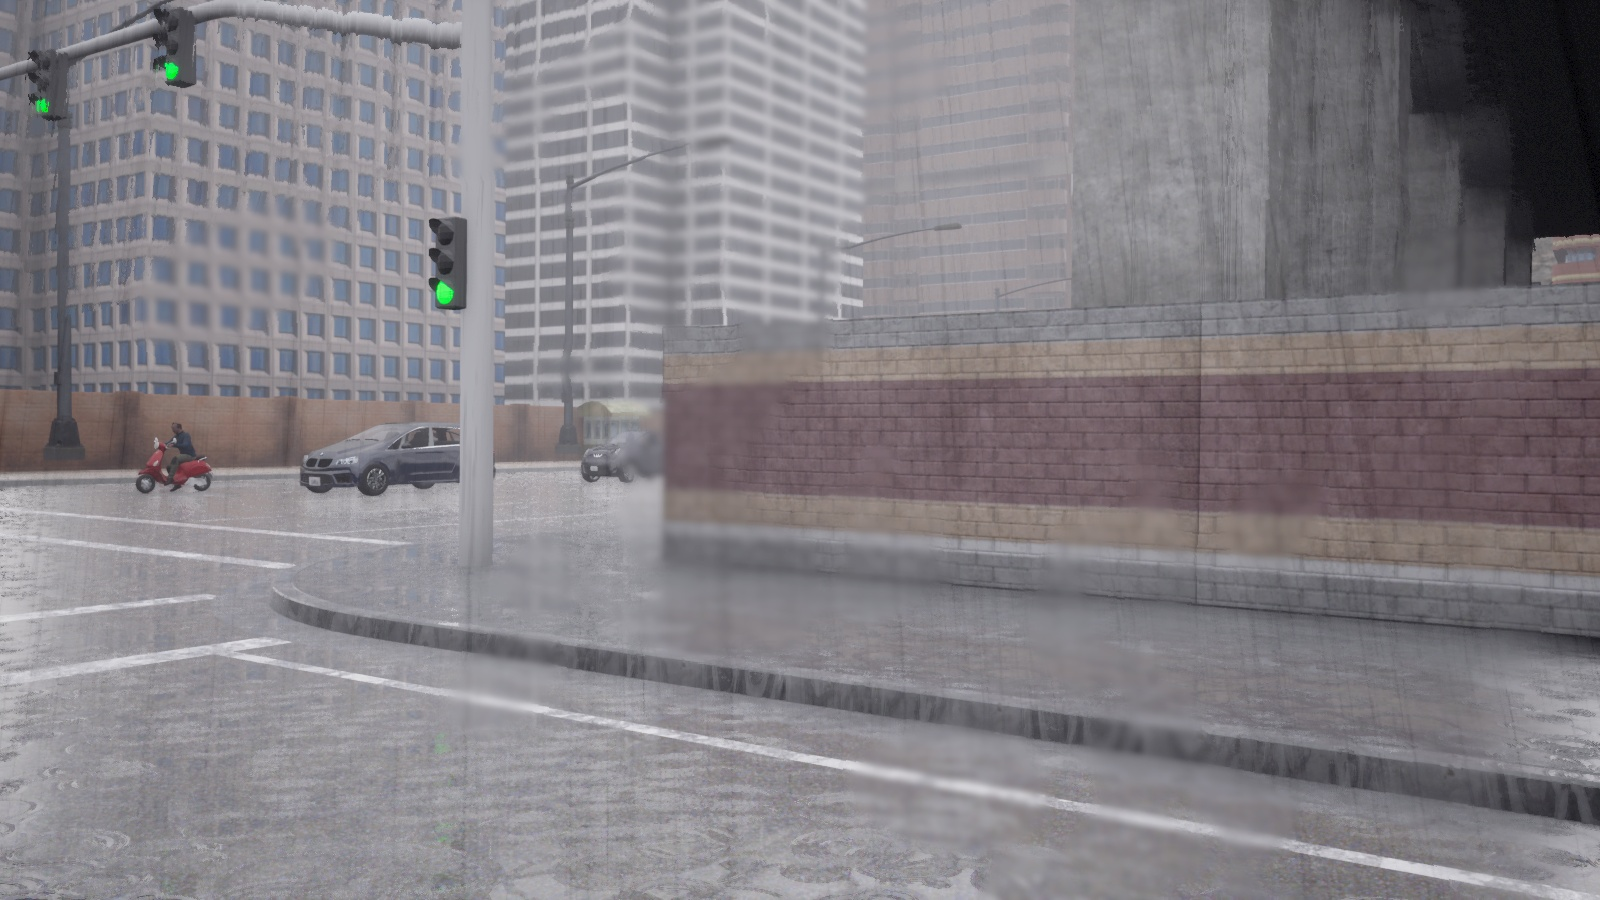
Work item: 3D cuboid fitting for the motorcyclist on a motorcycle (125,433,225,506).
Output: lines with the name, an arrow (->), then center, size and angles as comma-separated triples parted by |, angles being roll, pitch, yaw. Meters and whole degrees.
motorcyclist on a motorcycle -> -14.162, 0.424, 28.516 | 0.866, 1.590, 1.817 | 0, 1, 34

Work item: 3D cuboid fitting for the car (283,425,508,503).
car -> -9.350, 0.259, 29.396 | 2.242, 1.667, 4.611 | 0, 1, 34

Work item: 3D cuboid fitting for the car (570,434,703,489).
car -> -4.681, 0.292, 36.289 | 1.845, 1.501, 3.633 | 0, 1, 34
